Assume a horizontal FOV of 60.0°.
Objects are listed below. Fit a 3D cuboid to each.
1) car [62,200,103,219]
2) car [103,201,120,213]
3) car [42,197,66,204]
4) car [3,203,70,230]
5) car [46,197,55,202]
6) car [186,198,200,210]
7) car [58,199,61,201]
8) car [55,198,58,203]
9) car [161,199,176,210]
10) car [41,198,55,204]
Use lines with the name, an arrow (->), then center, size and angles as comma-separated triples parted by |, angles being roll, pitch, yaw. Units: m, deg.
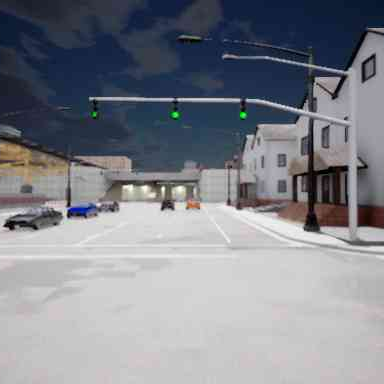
car -> -10.549, 1.720, 32.448 | 1.882, 1.535, 5.008 | 0, 0, 0
car -> -10.524, 1.840, 42.722 | 1.812, 1.442, 4.674 | 0, 0, 0
car -> -32.354, 2.051, 78.061 | 2.038, 1.542, 4.974 | 0, 0, 29
car -> -10.567, 1.722, 22.725 | 2.033, 1.411, 5.357 | 0, 0, 0
car -> -31.568, 1.980, 68.085 | 2.038, 1.542, 4.974 | 0, -1, 44
car -> 0.175, 1.696, 49.512 | 2.097, 1.767, 4.553 | 0, 0, 0
car -> -32.379, 1.893, 78.016 | 1.853, 1.218, 4.536 | 0, 0, 29
car -> -31.572, 2.012, 72.693 | 2.038, 1.542, 4.974 | 0, 0, -36
car -> -3.422, 1.844, 47.731 | 1.837, 1.490, 4.892 | 0, 0, 0
car -> -31.603, 1.855, 72.736 | 1.853, 1.218, 4.536 | 0, 0, -36
